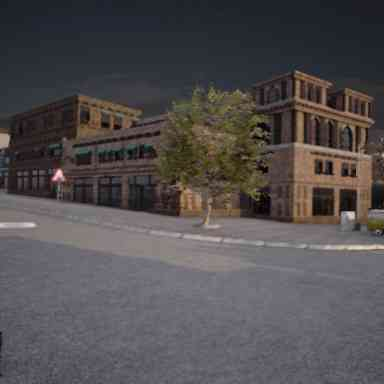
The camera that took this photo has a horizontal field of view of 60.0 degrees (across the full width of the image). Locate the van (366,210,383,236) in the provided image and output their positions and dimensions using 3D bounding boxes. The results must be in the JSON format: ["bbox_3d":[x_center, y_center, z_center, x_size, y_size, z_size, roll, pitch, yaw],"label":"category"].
[{"bbox_3d":[15.431,2.375,24.567,4.442,1.987,1.878,1,-3,34],"label":"van"}]

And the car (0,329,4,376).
[{"bbox_3d":[-4.063,1.546,2.938,4.181,1.385,1.994,1,0,-35],"label":"car"}]
